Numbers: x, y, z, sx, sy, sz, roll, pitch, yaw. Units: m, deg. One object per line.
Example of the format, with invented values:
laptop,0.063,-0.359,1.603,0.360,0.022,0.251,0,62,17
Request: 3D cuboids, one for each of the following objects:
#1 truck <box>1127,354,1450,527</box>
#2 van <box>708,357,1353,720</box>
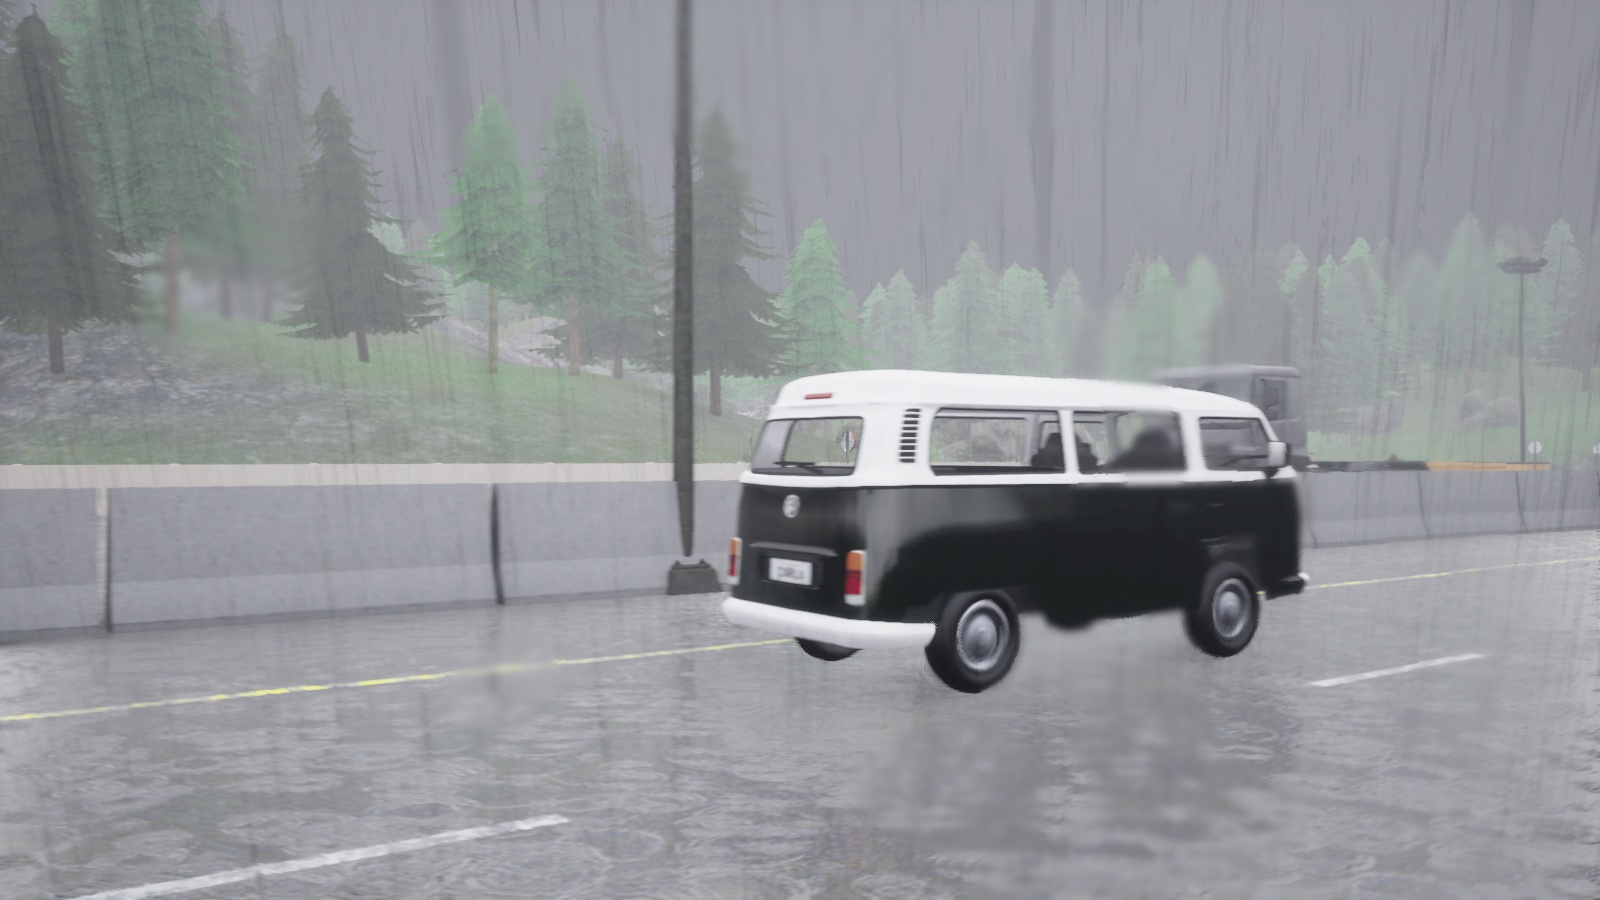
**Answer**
truck,11.233,-0.191,28.539,7.936,3.462,2.891,0,0,-35
van,1.793,0.489,9.172,4.480,2.038,2.069,0,0,-35
